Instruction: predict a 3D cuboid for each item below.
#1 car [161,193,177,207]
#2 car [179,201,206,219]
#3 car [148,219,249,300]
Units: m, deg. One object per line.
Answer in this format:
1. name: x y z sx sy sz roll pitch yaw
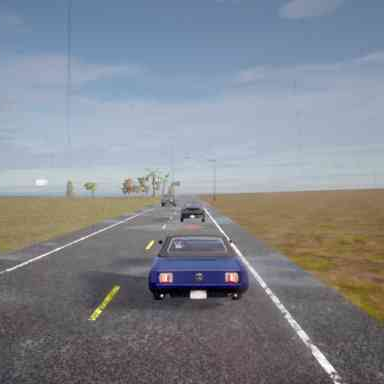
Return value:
1. car: -3.599 1.229 52.450 2.150 2.045 5.566 0 0 0
2. car: 0.052 1.510 26.290 1.837 1.490 4.892 0 0 0
3. car: 0.088 1.603 8.345 1.895 1.301 4.718 0 0 -1
